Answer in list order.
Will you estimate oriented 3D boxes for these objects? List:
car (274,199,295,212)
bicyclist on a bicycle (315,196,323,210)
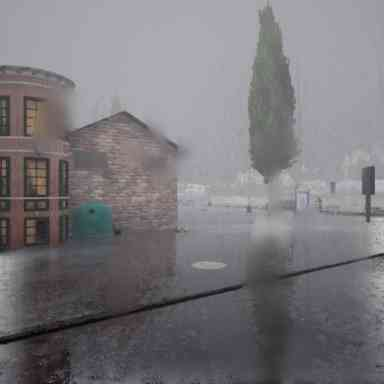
[{"bbox_3d":[11.069,1.553,38.973,1.994,1.385,4.181,0,0,-36],"label":"car"},{"bbox_3d":[15.350,1.336,40.171,1.656,1.620,0.582,0,0,-36],"label":"bicyclist on a bicycle"}]
